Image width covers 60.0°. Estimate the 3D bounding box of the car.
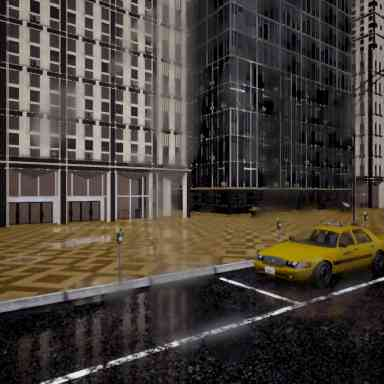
[{"bbox_3d":[3.800,1.526,9.253,4.829,1.417,1.752,0,0,-35],"label":"car"}]
